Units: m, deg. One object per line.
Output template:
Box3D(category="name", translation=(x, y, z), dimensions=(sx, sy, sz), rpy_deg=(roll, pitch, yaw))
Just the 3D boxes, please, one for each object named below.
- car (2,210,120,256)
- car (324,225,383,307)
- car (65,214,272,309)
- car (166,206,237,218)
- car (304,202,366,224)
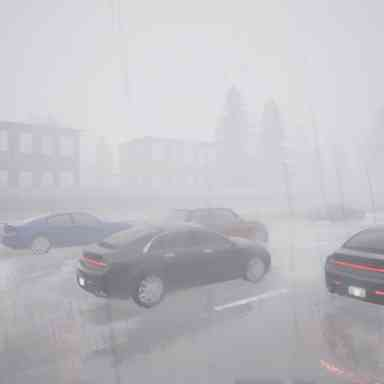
Box3D(category="car", translation=(-4.699, 1.464, 13.289), dimensions=(5.008, 1.535, 1.882), rpy_deg=(0, 0, -35))
Box3D(category="car", translation=(4.841, 1.473, 7.192), dimensions=(4.892, 1.490, 1.837), rpy_deg=(0, 0, -35))
Box3D(category="car", translation=(-0.181, 1.488, 7.912), dimensions=(4.892, 1.490, 1.837), rpy_deg=(0, 0, -35))
Box3D(category="car", translation=(0.899, 1.320, 12.979), dimensions=(4.553, 1.767, 2.097), rpy_deg=(0, 0, -35))
Box3D(category="car", translation=(10.337, 1.459, 24.000), dimensions=(5.357, 1.411, 2.033), rpy_deg=(0, 0, -35))
